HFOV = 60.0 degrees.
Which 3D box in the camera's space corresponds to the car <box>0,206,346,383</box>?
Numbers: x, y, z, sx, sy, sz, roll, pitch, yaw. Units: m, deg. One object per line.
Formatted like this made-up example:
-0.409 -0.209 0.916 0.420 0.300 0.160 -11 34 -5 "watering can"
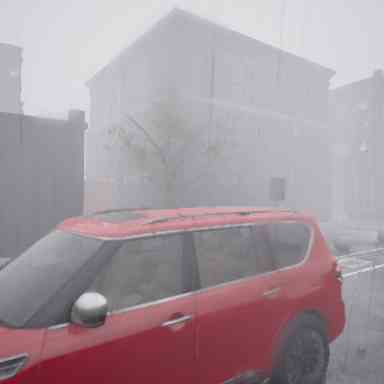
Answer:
-0.631 1.222 3.539 5.566 2.045 2.150 0 0 -35 "car"
